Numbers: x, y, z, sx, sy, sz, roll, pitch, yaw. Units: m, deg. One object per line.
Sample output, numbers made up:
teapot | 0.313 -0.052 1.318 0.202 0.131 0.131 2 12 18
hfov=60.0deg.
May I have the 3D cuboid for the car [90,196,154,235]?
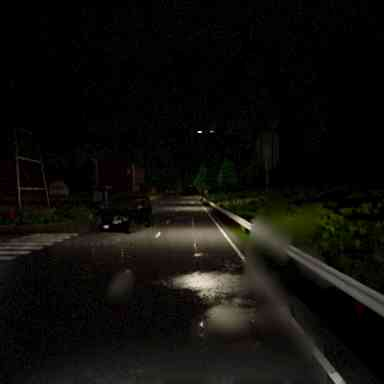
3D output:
car | -3.858 1.319 19.401 2.150 2.045 5.566 0 2 9
